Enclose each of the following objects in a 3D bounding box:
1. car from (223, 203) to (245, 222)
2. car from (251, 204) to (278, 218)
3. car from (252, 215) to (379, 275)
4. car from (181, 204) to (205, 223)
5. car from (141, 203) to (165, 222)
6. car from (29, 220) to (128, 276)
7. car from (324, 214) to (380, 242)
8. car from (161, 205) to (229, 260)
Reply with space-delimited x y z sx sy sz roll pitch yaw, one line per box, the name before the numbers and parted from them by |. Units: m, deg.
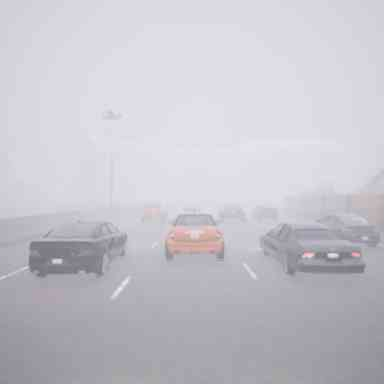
car | 3.603 1.794 31.078 2.097 1.767 4.553 0 -1 0
car | 7.109 1.946 32.964 1.882 1.535 5.008 0 -1 0
car | 3.597 1.705 11.001 2.033 1.411 5.357 0 -1 0
car | 0.102 1.937 31.357 2.128 1.511 4.902 0 -1 0
car | -3.397 1.794 31.086 2.097 1.767 4.553 0 -1 0
car | -3.402 1.633 10.875 1.882 1.535 5.008 0 -1 0
car | 7.096 1.753 15.924 1.812 1.442 4.674 0 -1 0
car | 0.097 1.544 13.431 2.097 1.767 4.553 0 -1 0
